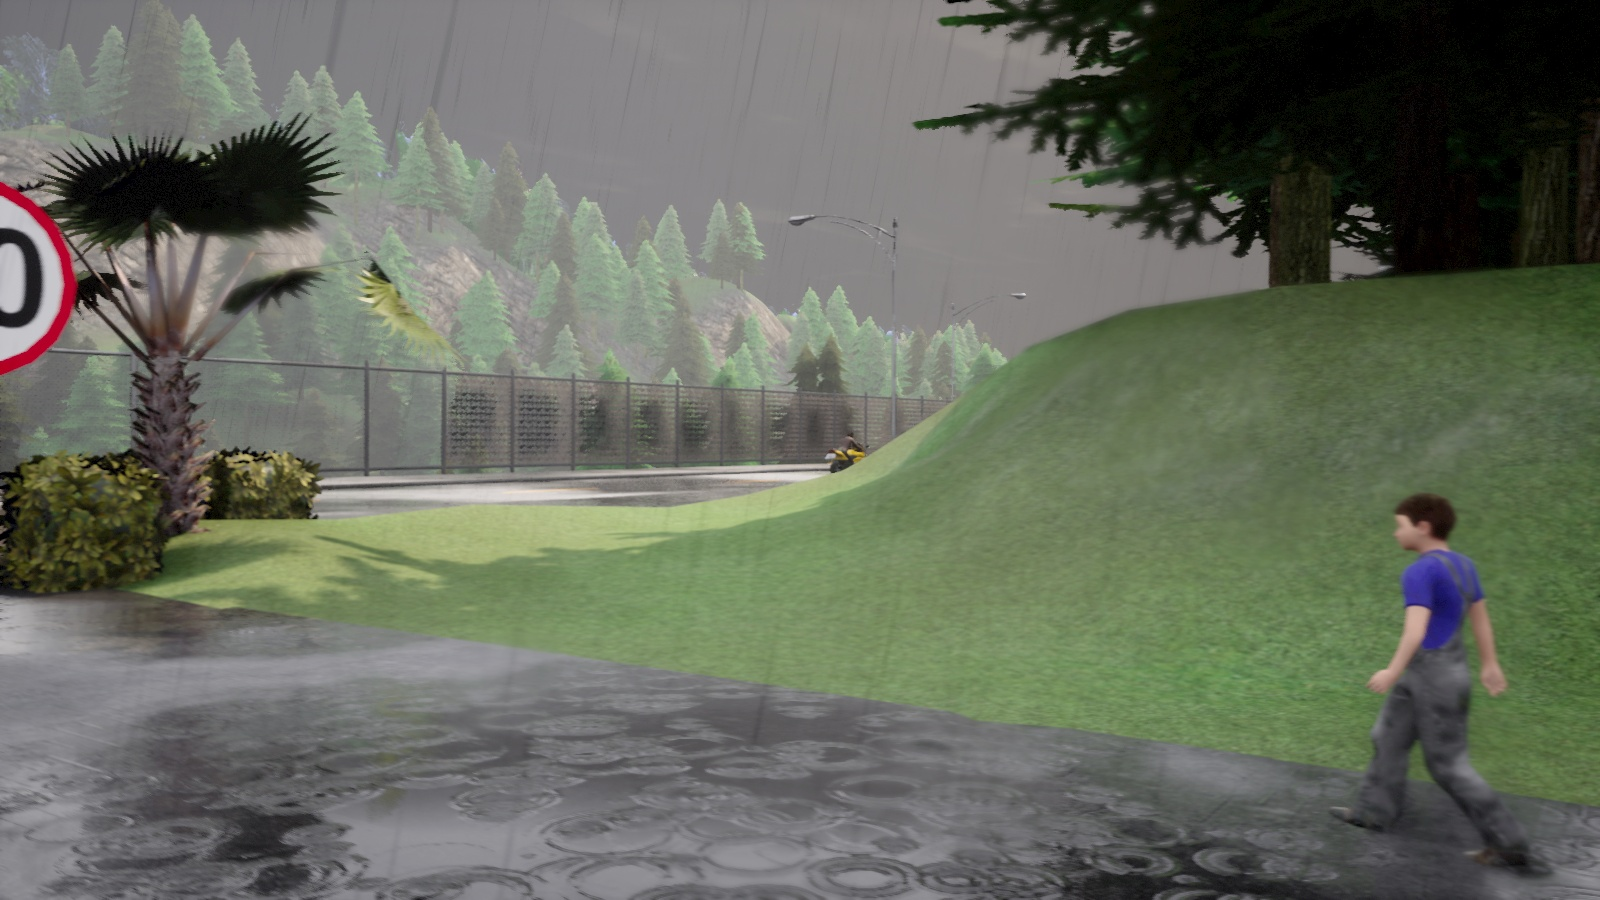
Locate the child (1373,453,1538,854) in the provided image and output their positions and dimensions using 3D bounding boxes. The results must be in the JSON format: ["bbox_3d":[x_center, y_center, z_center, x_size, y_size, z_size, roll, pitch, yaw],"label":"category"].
[{"bbox_3d":[2.193,0.644,4.207,0.437,1.263,0.270,0,1,42],"label":"child"}]

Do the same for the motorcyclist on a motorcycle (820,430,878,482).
[{"bbox_3d":[1.492,0.167,38.075,0.797,1.523,2.044,0,1,34],"label":"motorcyclist on a motorcycle"}]
